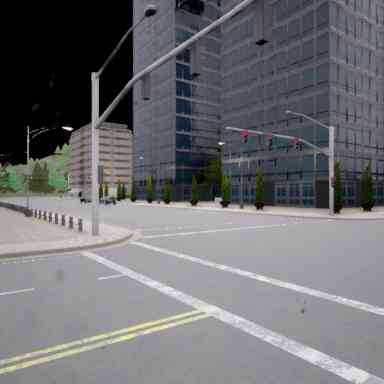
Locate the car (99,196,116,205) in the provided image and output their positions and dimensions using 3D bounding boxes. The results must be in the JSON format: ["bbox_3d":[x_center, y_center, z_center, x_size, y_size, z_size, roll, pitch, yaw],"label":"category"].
[{"bbox_3d":[-14.656,1.449,57.203,1.837,1.490,4.892,0,0,-35],"label":"car"}]

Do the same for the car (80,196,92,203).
[{"bbox_3d":[-20.624,1.492,65.715,2.033,1.411,5.357,0,0,-33],"label":"car"}]
